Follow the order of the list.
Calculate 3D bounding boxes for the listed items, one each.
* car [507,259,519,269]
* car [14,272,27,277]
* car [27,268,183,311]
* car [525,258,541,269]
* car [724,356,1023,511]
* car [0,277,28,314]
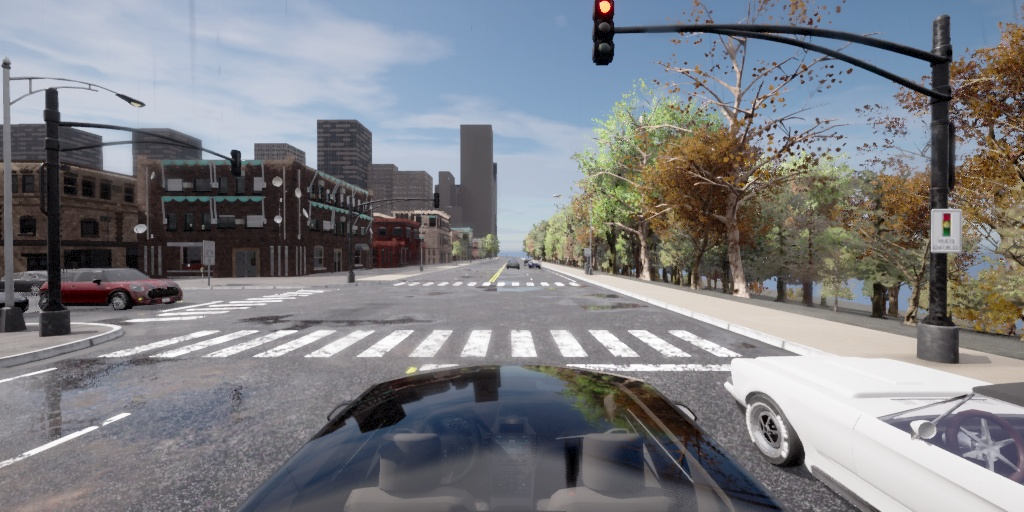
[{"bbox_3d":[0.161,1.293,56.917,1.994,1.385,4.181,0,0,0],"label":"car"},{"bbox_3d":[-28.259,1.559,21.110,4.403,1.370,2.007,0,0,0],"label":"car"},{"bbox_3d":[-16.784,1.288,15.164,4.553,1.767,2.097,-1,1,3],"label":"car"},{"bbox_3d":[3.411,1.331,56.100,1.895,1.301,4.718,0,0,0],"label":"car"},{"bbox_3d":[3.350,1.351,1.940,1.895,1.301,4.718,0,0,0],"label":"car"},{"bbox_3d":[-19.935,1.565,12.589,4.313,1.339,1.948,0,0,0],"label":"car"}]
